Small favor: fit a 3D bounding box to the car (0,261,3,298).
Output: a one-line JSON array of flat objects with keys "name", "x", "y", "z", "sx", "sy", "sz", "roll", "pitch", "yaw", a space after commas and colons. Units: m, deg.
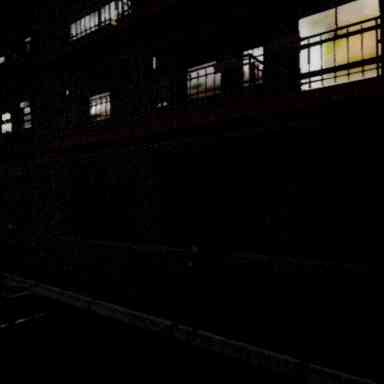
[{"name": "car", "x": -5.575, "y": 1.522, "z": 6.722, "sx": 4.507, "sy": 1.381, "sz": 1.887, "roll": 0, "pitch": -1, "yaw": 36}]
